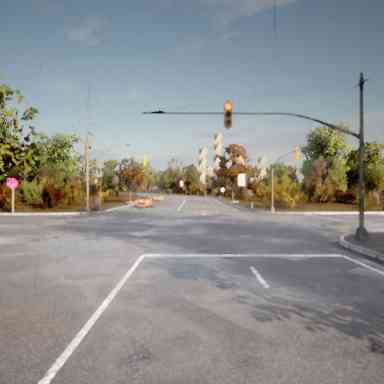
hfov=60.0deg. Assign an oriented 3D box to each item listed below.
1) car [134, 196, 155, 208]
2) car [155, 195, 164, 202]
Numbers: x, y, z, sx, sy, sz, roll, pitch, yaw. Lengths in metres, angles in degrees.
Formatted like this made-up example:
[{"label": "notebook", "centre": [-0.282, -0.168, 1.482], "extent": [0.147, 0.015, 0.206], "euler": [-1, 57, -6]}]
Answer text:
[{"label": "car", "centre": [-6.890, 1.300, 47.142], "extent": [2.097, 1.767, 4.553], "euler": [0, 0, 0]}, {"label": "car", "centre": [-6.839, 1.285, 68.144], "extent": [1.882, 1.535, 5.008], "euler": [0, 1, 0]}]
